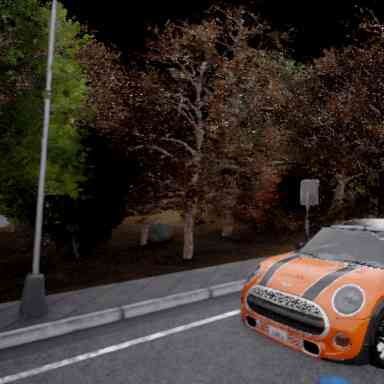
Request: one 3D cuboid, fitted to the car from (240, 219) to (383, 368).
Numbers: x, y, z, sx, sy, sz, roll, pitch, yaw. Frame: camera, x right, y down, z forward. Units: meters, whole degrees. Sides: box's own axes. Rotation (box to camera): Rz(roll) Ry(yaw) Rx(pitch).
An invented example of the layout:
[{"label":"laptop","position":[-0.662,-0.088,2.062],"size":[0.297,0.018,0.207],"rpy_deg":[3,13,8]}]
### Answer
[{"label":"car","position":[2.988,1.315,5.813],"size":[4.553,1.767,2.097],"rpy_deg":[0,0,-35]}]
